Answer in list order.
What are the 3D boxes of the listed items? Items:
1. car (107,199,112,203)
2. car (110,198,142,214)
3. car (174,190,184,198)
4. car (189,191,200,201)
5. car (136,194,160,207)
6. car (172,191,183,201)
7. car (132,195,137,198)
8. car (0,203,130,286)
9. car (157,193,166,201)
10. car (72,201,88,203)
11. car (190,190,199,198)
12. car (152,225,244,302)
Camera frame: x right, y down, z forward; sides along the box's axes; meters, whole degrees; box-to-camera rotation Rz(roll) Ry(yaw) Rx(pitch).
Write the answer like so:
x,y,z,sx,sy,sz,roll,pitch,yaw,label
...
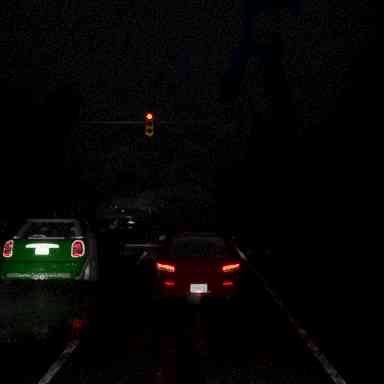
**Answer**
x,y,z,sx,sy,sz,roll,pitch,yaw,label
-10.300,1.601,44.732,1.895,1.301,4.718,0,0,0,car
-6.876,1.601,35.356,1.895,1.301,4.718,0,0,0,car
-2.942,0.510,76.509,2.128,1.511,4.902,0,3,0,car
0.578,0.845,66.640,2.097,1.767,4.553,0,3,0,car
-6.738,1.486,51.442,2.128,1.511,4.902,0,0,1,car
-2.924,0.985,66.399,1.882,1.535,5.008,0,3,1,car
-10.130,1.320,61.013,2.033,1.411,5.357,0,2,1,car
-3.361,1.352,9.611,2.097,1.767,4.553,0,0,0,car
-6.515,0.908,68.476,1.837,1.490,4.892,0,3,1,car
-10.414,1.563,30.641,1.994,1.385,4.181,0,0,1,car
0.561,0.473,76.719,1.837,1.490,4.892,0,3,0,car
0.131,1.526,8.145,1.812,1.442,4.674,0,0,0,car
